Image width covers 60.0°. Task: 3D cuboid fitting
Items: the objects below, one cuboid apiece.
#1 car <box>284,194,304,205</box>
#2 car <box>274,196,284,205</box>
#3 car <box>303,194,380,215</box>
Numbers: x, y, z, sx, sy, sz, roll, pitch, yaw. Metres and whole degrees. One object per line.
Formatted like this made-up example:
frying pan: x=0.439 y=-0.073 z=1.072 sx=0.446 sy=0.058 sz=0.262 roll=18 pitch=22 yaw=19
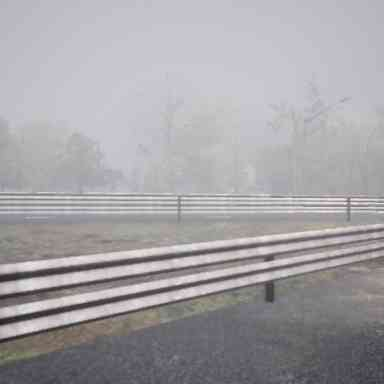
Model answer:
car: x=11.087 y=0.935 z=29.231 sx=5.008 sy=1.535 sz=1.882 roll=1 pitch=0 yaw=-13
car: x=10.323 y=0.972 z=32.648 sx=4.674 sy=1.442 sz=1.812 roll=1 pitch=0 yaw=-13
car: x=11.815 y=1.015 z=25.814 sx=5.357 sy=1.411 sz=2.033 roll=1 pitch=0 yaw=-13
